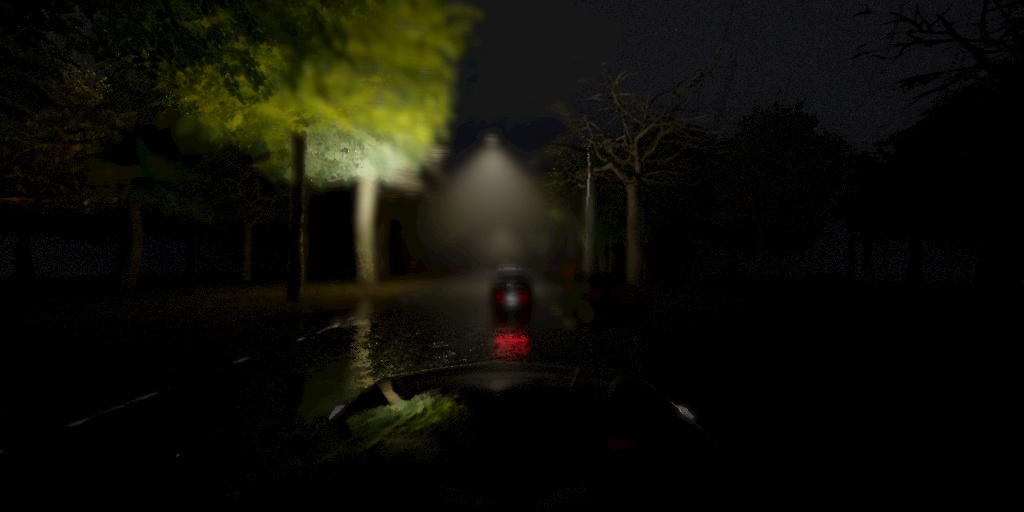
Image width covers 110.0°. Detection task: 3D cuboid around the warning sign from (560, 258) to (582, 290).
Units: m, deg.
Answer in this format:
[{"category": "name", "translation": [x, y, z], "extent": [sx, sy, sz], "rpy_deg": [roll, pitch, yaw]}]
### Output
[{"category": "warning sign", "translation": [3.545, 1.076, 21.454], "extent": [1.300, 1.860, 1.060], "rpy_deg": [0, 0, 0]}]

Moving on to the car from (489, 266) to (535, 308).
[{"category": "car", "translation": [-0.001, 1.408, 16.161], "extent": [1.837, 1.490, 4.892], "rpy_deg": [0, 0, 0]}]
